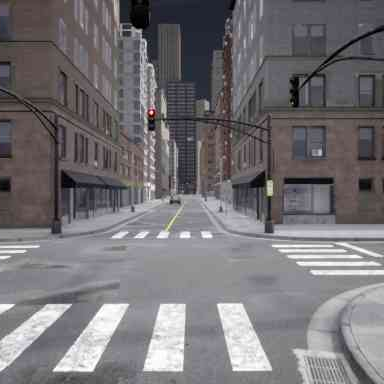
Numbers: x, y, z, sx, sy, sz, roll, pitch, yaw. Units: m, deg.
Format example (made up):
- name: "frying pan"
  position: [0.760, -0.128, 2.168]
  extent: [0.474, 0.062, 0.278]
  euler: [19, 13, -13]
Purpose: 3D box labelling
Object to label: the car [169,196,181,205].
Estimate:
- name: "car"
  position: [-2.987, 1.458, 59.698]
  extent: [1.882, 1.535, 5.008]
  euler: [0, 0, 0]
